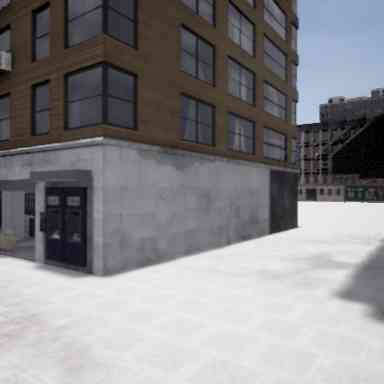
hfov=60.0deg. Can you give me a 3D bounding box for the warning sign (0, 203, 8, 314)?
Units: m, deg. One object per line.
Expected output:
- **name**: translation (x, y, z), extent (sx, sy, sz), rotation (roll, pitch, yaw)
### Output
- **warning sign**: translation (-3.978, 1.121, 5.507), extent (1.060, 1.860, 1.300), rotation (0, 0, 36)
